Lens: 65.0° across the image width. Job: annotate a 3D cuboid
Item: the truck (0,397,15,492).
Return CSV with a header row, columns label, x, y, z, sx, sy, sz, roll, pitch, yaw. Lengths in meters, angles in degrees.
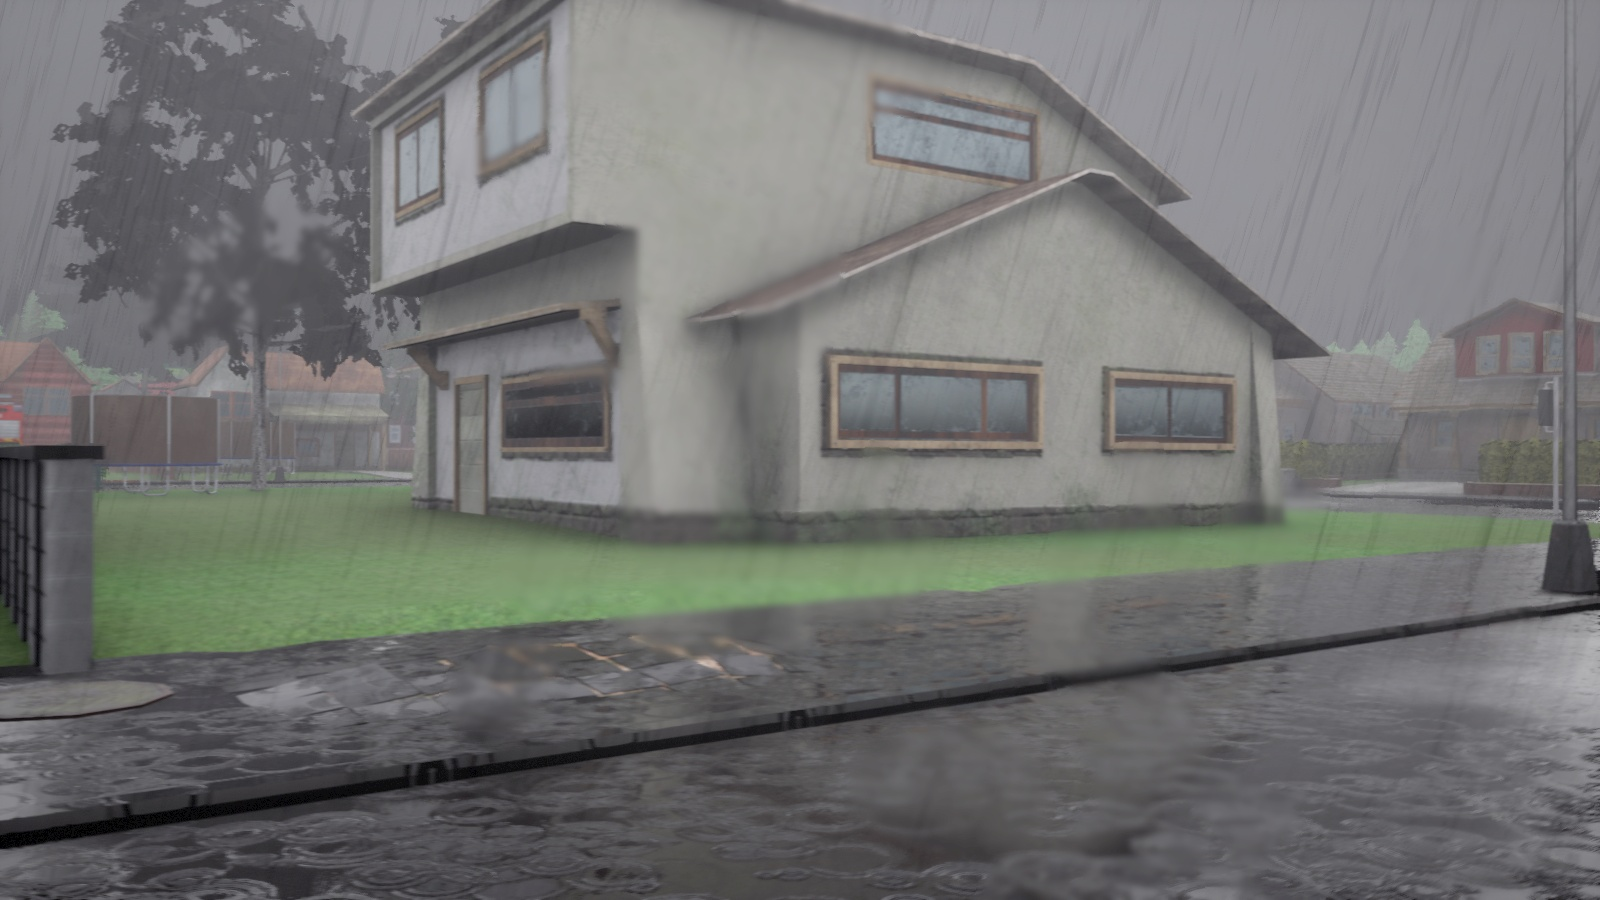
label,x,y,z,sx,sy,sz,roll,pitch,yaw
truck,-35.932,-0.223,49.352,8.468,3.827,2.891,0,0,-35
